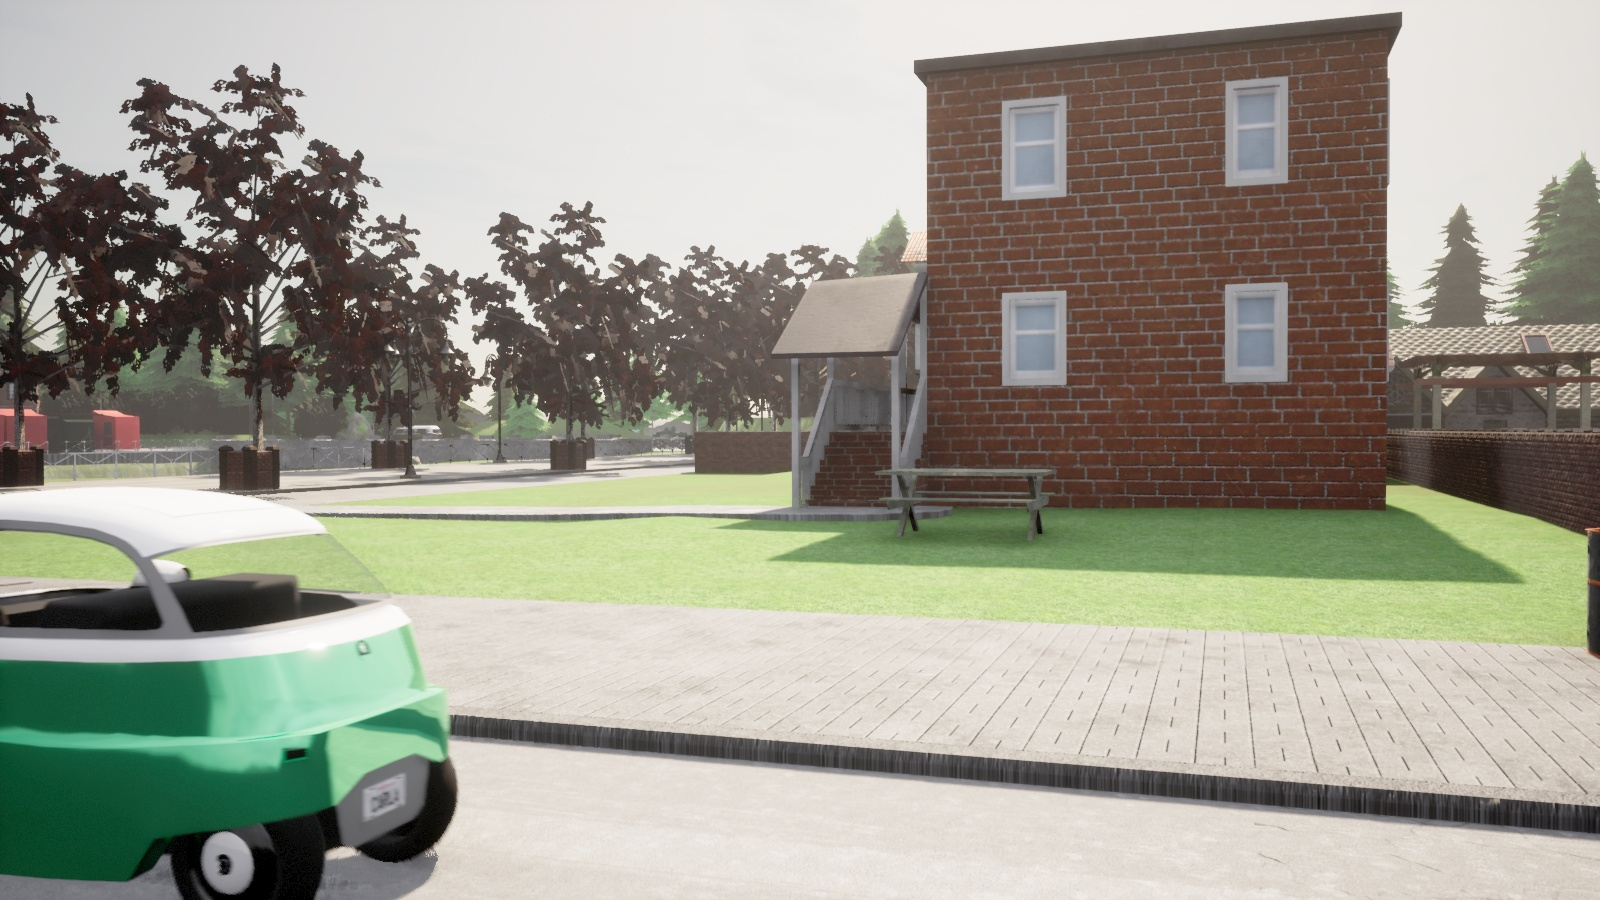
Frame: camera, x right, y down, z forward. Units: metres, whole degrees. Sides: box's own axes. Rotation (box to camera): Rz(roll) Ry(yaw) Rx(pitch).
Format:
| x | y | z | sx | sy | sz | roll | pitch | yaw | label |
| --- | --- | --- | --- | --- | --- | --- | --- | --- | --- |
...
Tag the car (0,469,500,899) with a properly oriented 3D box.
| x | y | z | sx | sy | sz | roll | pitch | yaw | label |
| --- | --- | --- | --- | --- | --- | --- | --- | --- | --- |
| -2.456 | 0.798 | 4.546 | 2.207 | 1.376 | 1.481 | 1 | 1 | 19 | car |
